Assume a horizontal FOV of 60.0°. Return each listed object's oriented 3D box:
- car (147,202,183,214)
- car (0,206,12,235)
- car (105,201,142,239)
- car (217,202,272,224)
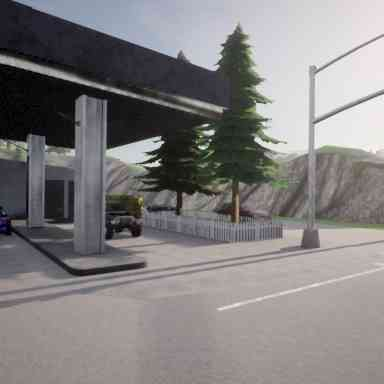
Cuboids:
[{"bbox_3d":[-2.896,1.772,35.389,1.895,1.301,4.718,1,0,-35],"label":"car"},{"bbox_3d":[-11.493,1.523,18.592,2.242,1.667,4.611,1,0,-36],"label":"car"},{"bbox_3d":[-4.364,1.448,18.327,1.905,1.878,3.866,1,0,-36],"label":"car"},{"bbox_3d":[3.940,1.602,25.527,2.097,1.767,4.553,1,0,-35],"label":"car"}]
